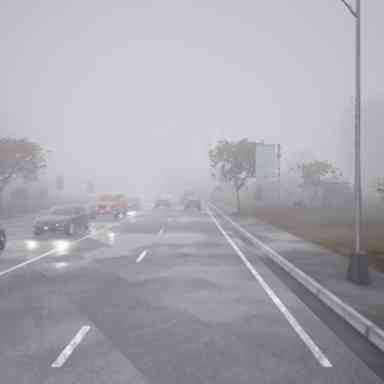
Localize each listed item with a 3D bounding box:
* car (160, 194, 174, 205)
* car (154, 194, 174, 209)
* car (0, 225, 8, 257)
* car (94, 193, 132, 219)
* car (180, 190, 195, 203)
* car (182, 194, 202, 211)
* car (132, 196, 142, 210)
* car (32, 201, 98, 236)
[{"bbox_3d":[-3.895,1.095,50.518,1.812,1.442,4.674,0,1,-8],"label":"car"},{"bbox_3d":[-3.513,1.276,40.392,1.837,1.490,4.892,0,1,0],"label":"car"},{"bbox_3d":[-7.086,1.487,9.120,2.128,1.511,4.902,0,0,0],"label":"car"},{"bbox_3d":[-6.998,1.149,28.587,2.150,2.045,5.566,0,1,0],"label":"car"},{"bbox_3d":[-0.656,0.746,52.982,2.150,2.045,5.566,0,1,-7],"label":"car"},{"bbox_3d":[0.073,1.304,38.582,1.837,1.490,4.892,0,0,-1],"label":"car"},{"bbox_3d":[-7.005,1.290,38.730,2.128,1.511,4.902,0,1,0],"label":"car"},{"bbox_3d":[-7.039,1.491,18.515,1.837,1.490,4.892,0,0,0],"label":"car"}]
